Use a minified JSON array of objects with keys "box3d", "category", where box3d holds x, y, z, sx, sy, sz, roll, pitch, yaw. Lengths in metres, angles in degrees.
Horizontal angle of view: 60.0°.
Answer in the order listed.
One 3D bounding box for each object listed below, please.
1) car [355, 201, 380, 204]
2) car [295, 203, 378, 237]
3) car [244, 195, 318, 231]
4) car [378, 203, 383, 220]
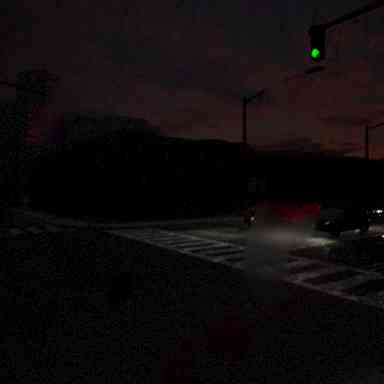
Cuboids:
[{"box3d":[13.825,1.506,26.719,4.892,1.490,1.837,0,0,-35],"category":"car"},{"box3d":[8.033,1.527,18.297,4.674,1.442,1.812,0,0,-36],"category":"car"},{"box3d":[5.833,1.223,21.032,5.566,2.045,2.150,0,0,-35],"category":"car"},{"box3d":[15.450,1.602,23.578,4.718,1.301,1.895,0,0,-35],"category":"car"}]
